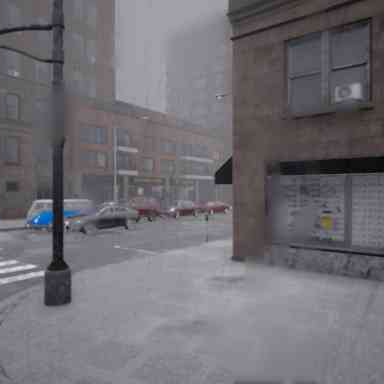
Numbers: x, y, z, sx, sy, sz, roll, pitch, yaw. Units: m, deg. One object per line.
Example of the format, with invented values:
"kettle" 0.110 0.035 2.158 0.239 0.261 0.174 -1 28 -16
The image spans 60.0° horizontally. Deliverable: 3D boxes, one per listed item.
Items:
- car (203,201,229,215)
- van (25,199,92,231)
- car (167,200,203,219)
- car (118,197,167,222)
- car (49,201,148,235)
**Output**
"car" 2.094 1.555 33.511 1.887 1.381 4.507 0 0 36
"van" -7.749 1.338 19.912 1.690 1.788 3.998 0 0 36
"car" -1.187 1.446 28.978 1.967 1.590 4.097 0 0 36
"car" -4.468 1.317 24.446 2.192 1.841 5.009 0 0 36
"car" -5.105 1.490 18.863 2.128 1.511 4.902 0 0 36
